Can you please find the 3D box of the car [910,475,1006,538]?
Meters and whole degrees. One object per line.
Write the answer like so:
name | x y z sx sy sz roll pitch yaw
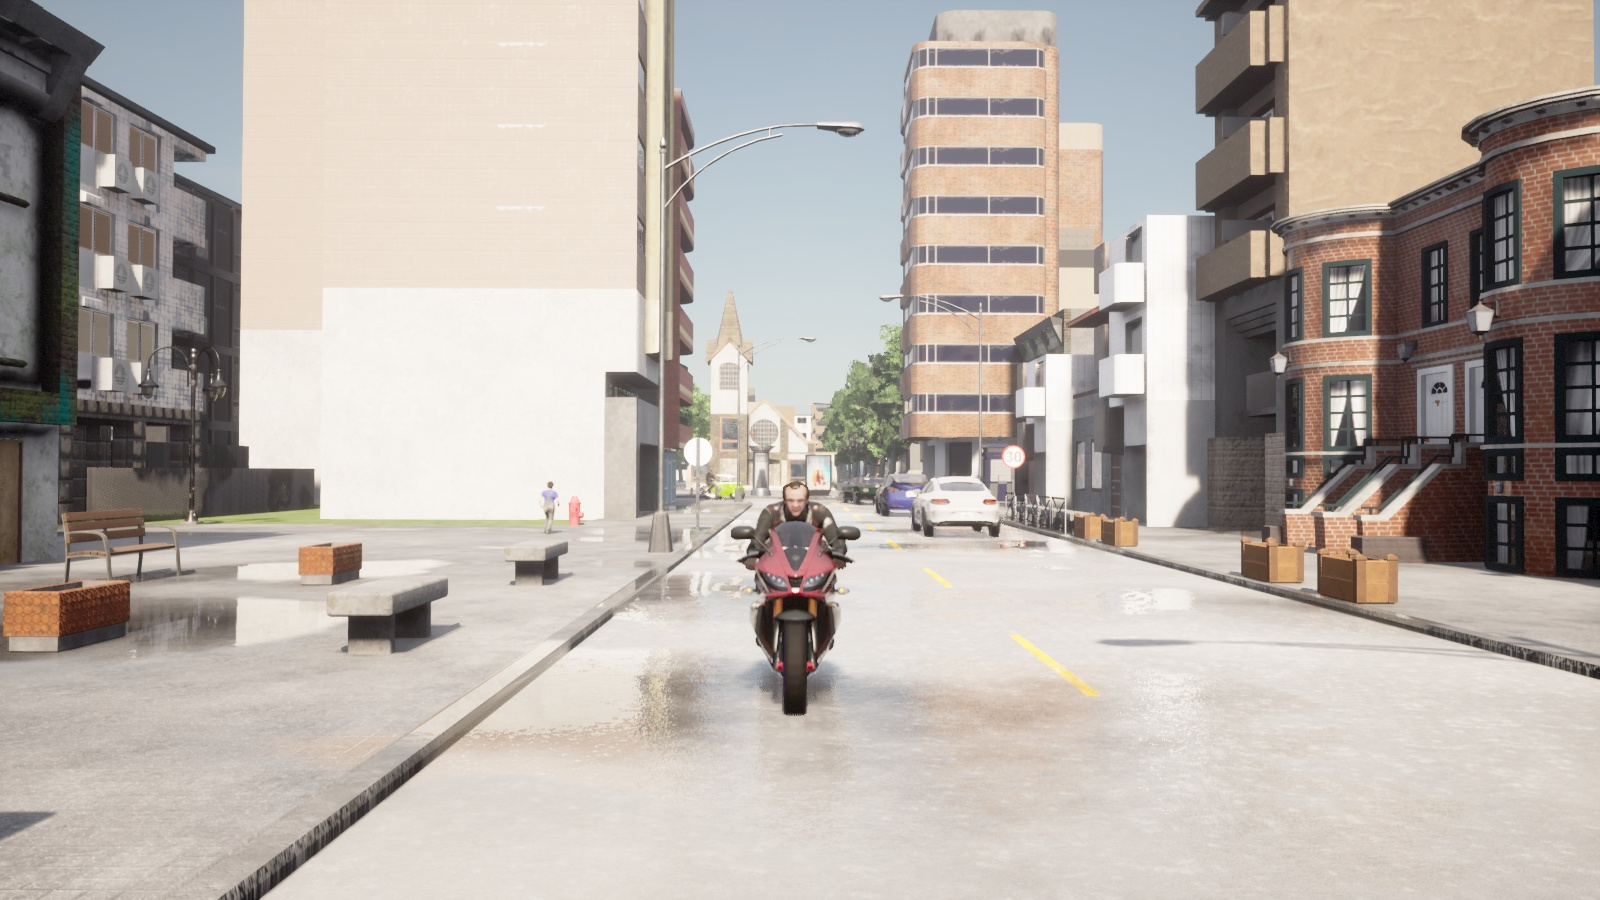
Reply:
car | 3.886 1.356 31.642 1.812 1.442 4.674 0 -1 0

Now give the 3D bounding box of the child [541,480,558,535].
child | -5.732 1.309 28.722 0.270 1.263 0.437 0 -1 7

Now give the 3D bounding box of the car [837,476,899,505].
car | 3.209 1.914 60.190 1.895 1.301 4.718 0 -1 -10

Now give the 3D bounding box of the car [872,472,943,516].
car | 3.826 1.562 45.468 2.163 1.488 4.792 0 -1 0

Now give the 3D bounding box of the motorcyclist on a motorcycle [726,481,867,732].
motorcyclist on a motorcycle | -0.024 0.999 8.876 0.866 1.530 2.191 0 -1 0

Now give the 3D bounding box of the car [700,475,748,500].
car | -4.154 2.041 68.666 2.207 1.376 1.481 -1 -1 24
